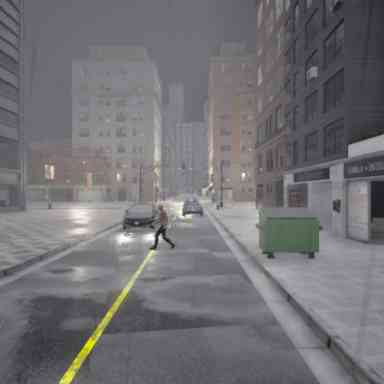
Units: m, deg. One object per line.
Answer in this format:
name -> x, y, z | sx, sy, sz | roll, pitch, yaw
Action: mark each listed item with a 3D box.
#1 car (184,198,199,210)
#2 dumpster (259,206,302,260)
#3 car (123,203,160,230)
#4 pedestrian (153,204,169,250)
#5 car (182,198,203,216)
car -> -0.086, 1.543, 43.645 | 1.812, 1.442, 4.674 | 0, 0, -1
dumpster -> 3.135, 1.393, 11.983 | 1.020, 1.700, 1.940 | 0, 0, 0
car -> -3.098, 1.481, 21.164 | 1.882, 1.535, 5.008 | 0, 0, 0
pedestrian -> -1.171, 1.292, 12.593 | 0.375, 1.860, 0.375 | 0, 0, -10
car -> 0.084, 1.575, 32.732 | 1.994, 1.385, 4.181 | 0, 0, 0
